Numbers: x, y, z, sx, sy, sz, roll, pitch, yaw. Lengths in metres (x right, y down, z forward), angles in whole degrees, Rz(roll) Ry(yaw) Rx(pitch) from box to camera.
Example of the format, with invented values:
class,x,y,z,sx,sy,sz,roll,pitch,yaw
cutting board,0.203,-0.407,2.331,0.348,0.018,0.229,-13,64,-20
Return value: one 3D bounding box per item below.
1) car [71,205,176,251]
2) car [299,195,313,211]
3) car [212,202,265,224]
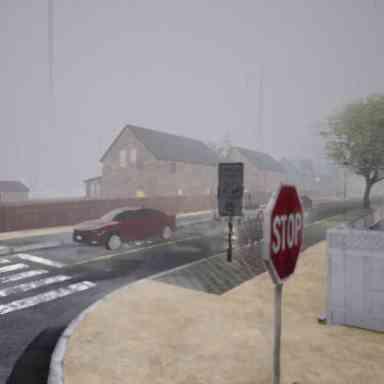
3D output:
class,x,y,z,sx,sy,sz,roll,pitch,yaw
car,-2.703,1.378,14.223,1.882,1.535,5.008,1,1,35
car,10.628,1.075,33.076,1.812,1.442,4.674,1,1,35
car,3.262,1.343,22.675,1.895,1.301,4.718,1,2,35
